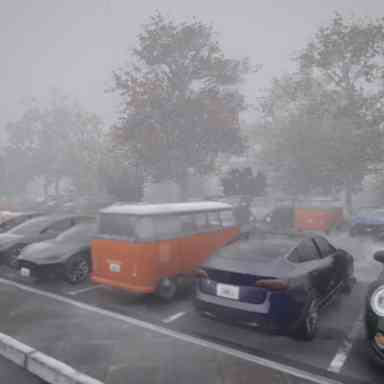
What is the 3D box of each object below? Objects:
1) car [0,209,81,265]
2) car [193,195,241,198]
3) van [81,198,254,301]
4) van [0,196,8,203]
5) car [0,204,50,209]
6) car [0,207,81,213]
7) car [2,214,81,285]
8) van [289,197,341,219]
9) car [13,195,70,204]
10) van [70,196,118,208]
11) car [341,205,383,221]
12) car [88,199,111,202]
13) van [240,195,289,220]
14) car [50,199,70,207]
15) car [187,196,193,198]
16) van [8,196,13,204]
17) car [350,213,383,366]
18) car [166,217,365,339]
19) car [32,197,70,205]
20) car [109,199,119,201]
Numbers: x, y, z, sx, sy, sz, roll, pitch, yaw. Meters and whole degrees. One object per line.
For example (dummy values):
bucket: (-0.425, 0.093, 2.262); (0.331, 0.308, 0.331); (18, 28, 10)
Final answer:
car: (-4.897, 1.554, 11.650); (2.163, 1.488, 4.792); (0, 0, 36)
car: (2.816, 1.269, 22.215); (2.435, 2.045, 5.566); (0, 0, 36)
van: (-0.308, 1.274, 8.524); (1.878, 1.987, 4.442); (0, 0, 36)
van: (-19.579, 1.416, 38.523); (1.878, 1.987, 4.442); (0, 0, 36)
car: (-9.494, 1.546, 14.769); (1.946, 1.575, 5.366); (0, 0, 36)
car: (-7.150, 1.566, 13.273); (2.163, 1.488, 4.792); (0, 0, 36)
car: (-2.645, 1.542, 10.028); (2.163, 1.488, 4.792); (0, 0, 36)
van: (7.396, 1.271, 19.095); (1.878, 1.987, 4.442); (0, 0, 36)
car: (-15.269, 1.367, 35.241); (2.435, 2.045, 5.566); (0, 0, 36)
van: (-8.441, 1.356, 30.502); (1.878, 1.987, 4.442); (0, 0, 36)
car: (9.579, 1.484, 17.385); (2.097, 1.535, 5.008); (0, 0, 36)
car: (-6.258, 1.610, 28.789); (2.002, 1.452, 4.674); (0, 0, 36)
van: (5.011, 1.283, 20.525); (1.878, 1.987, 4.442); (0, 0, 36)
car: (-10.655, 1.633, 31.950); (2.002, 1.452, 4.674); (0, 0, 36)
car: (0.568, 1.282, 23.835); (2.435, 2.045, 5.566); (0, 0, 36)
van: (-17.432, 1.404, 36.978); (1.878, 1.987, 4.442); (0, 0, 36)
car: (4.146, 1.353, 5.211); (2.185, 1.767, 4.553); (0, 0, 36)
car: (1.895, 1.518, 6.830); (2.163, 1.488, 4.792); (0, 0, 36)
car: (-12.906, 1.605, 33.567); (2.097, 1.535, 5.008); (0, 0, 36)
car: (-3.914, 1.557, 27.091); (2.097, 1.535, 5.008); (0, 0, 36)
